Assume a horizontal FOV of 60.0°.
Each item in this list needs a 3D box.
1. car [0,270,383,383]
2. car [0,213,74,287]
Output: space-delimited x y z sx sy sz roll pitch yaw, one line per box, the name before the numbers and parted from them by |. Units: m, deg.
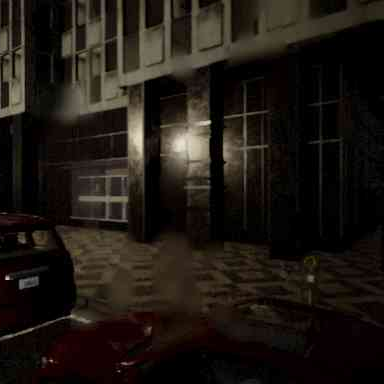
car | 0.458 1.572 2.643 4.206 1.307 1.802 0 0 35
car | -4.147 1.295 5.833 5.009 1.841 2.192 0 0 35
